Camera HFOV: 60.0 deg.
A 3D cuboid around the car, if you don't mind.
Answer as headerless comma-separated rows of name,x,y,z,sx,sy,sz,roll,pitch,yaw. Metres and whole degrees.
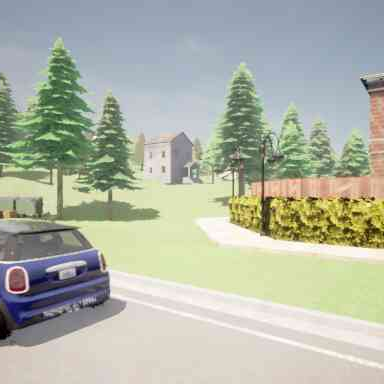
car,-3.764,1.352,6.676,4.553,1.767,2.097,0,0,35
